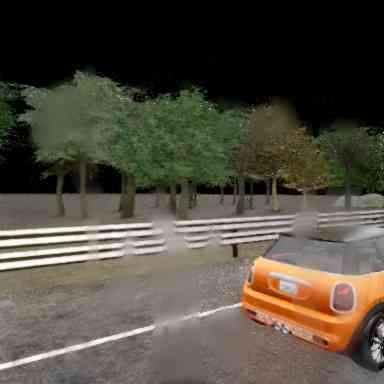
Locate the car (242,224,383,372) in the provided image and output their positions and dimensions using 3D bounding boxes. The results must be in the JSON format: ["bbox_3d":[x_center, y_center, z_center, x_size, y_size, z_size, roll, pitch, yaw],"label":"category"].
[{"bbox_3d":[3.096,1.385,5.955,4.553,1.767,2.097,0,0,-36],"label":"car"}]
